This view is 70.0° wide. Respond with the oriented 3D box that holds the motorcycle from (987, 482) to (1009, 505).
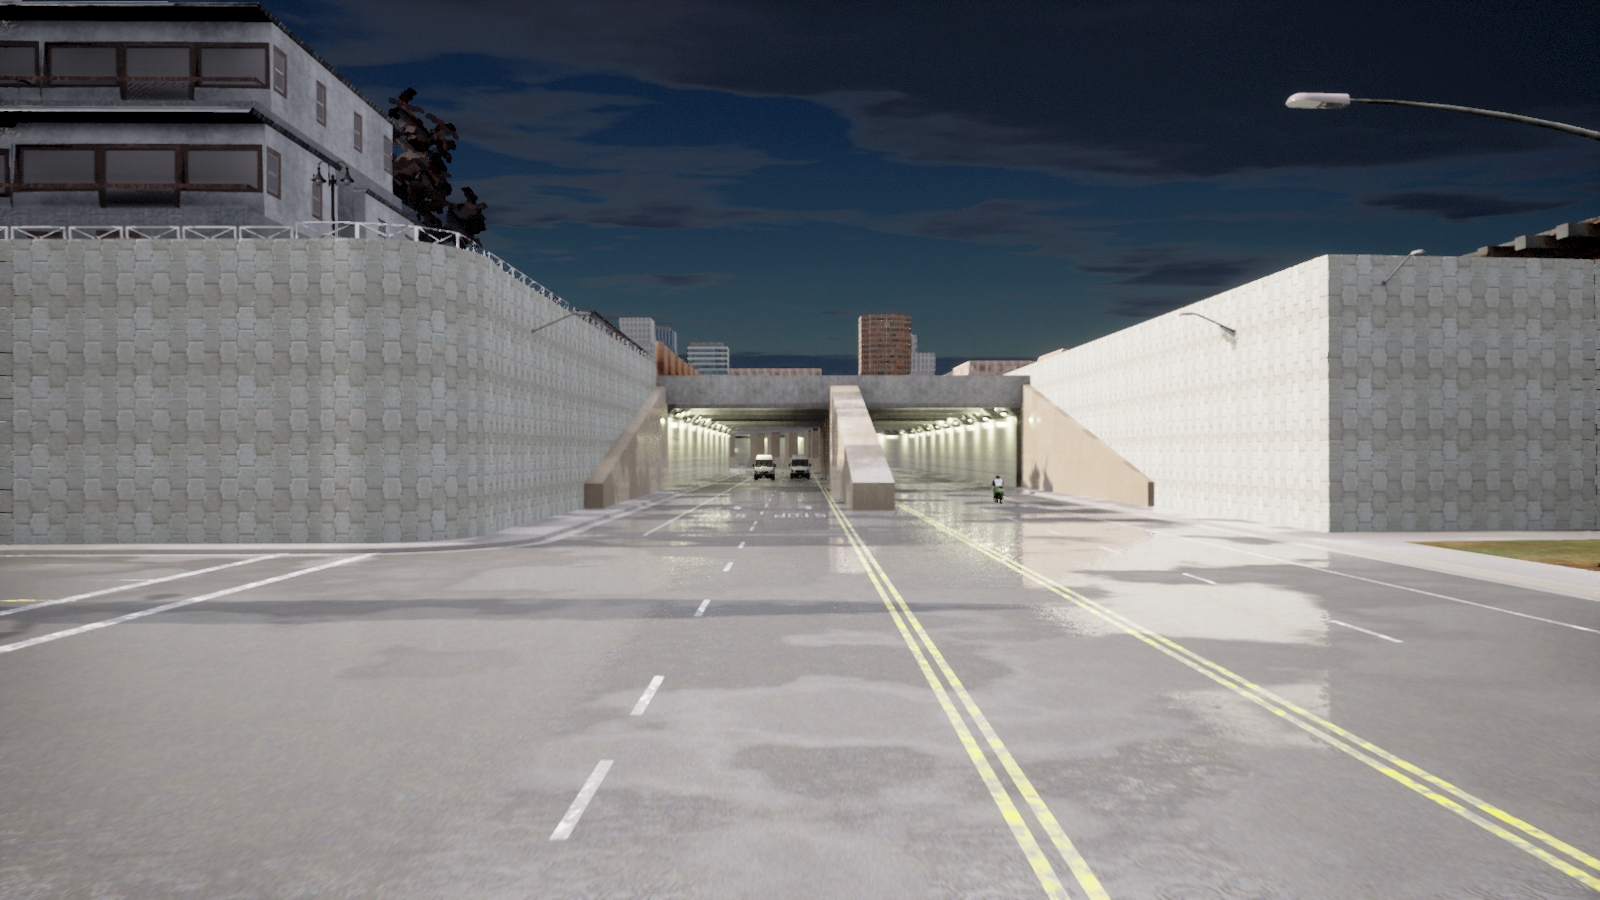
[{"bbox_3d":[10.484,2.282,60.527,0.803,1.145,2.033,0,0,0],"label":"motorcycle"}]
